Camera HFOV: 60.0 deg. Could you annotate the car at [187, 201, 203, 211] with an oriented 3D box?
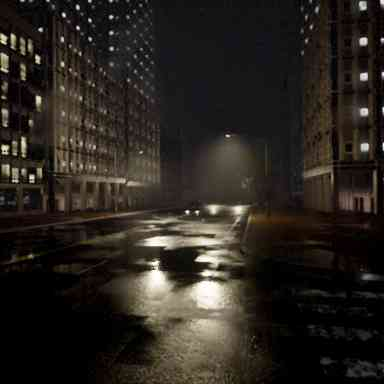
[{"bbox_3d":[0.520,2.199,54.526,1.882,1.535,5.008,-1,-1,11],"label":"car"}]
